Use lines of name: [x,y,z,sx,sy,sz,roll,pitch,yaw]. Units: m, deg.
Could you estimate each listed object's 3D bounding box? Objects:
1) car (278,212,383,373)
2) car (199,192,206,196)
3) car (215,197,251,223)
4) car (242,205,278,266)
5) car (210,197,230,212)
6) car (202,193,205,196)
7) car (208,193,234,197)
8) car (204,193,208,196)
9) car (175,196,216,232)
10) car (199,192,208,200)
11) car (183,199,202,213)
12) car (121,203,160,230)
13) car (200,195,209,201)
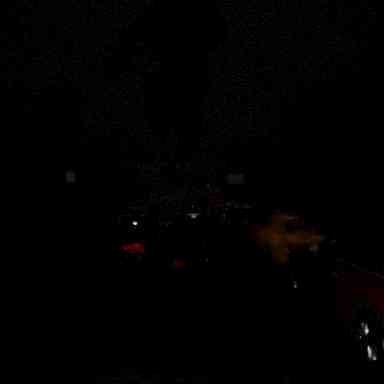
car: [3.227,1.347,5.789,2.185,1.767,4.553,0,0,0]
car: [3.177,1.148,66.625,2.435,2.045,5.566,0,0,0]
car: [3.211,1.447,27.916,2.231,1.521,4.892,0,0,0]
car: [3.225,1.463,11.532,1.946,1.575,5.366,0,0,0]
car: [3.200,1.429,39.282,1.946,1.575,5.366,0,0,0]
car: [3.240,1.412,57.204,2.231,1.521,4.892,0,0,1]
car: [3.205,1.188,33.600,2.435,2.045,5.566,0,0,0]
car: [3.195,1.300,44.590,2.185,1.767,4.553,0,0,0]
car: [0.091,1.328,19.975,2.097,1.767,4.553,0,0,0]
car: [3.151,1.114,94.249,2.435,2.045,5.566,0,0,0]
car: [0.077,1.518,37.610,1.994,1.385,4.181,0,0,0]
car: [-3.160,1.479,20.898,1.837,1.490,4.892,0,0,0]
car: [3.166,1.408,83.203,2.163,1.488,4.792,0,0,0]
